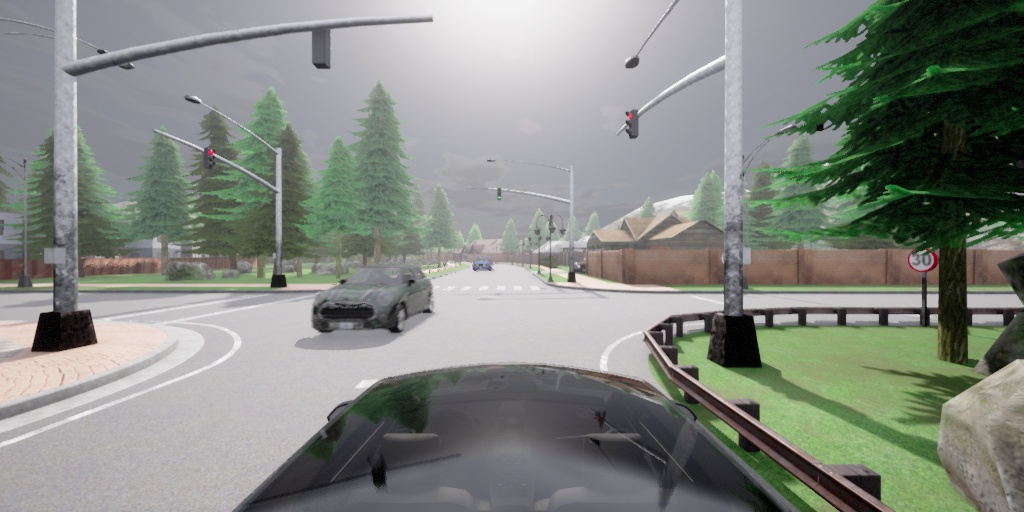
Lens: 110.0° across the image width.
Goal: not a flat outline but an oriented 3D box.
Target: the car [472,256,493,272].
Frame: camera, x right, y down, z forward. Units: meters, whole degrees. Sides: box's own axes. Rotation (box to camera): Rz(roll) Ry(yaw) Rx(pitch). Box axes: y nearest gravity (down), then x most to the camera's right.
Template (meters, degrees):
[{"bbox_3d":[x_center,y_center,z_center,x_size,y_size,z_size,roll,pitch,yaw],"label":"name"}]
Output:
[{"bbox_3d":[-3.654,1.043,46.094,2.150,2.045,5.566,0,1,3],"label":"car"}]

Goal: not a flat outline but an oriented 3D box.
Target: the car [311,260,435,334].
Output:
[{"bbox_3d":[-3.774,1.028,10.550,2.097,1.767,4.553,0,0,2],"label":"car"}]
